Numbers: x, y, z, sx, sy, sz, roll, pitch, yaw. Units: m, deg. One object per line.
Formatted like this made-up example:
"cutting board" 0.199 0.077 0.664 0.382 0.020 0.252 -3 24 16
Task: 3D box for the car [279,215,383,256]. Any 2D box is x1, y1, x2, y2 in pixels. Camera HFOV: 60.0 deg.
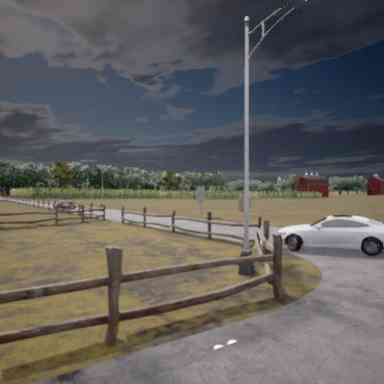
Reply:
"car" 5.965 1.706 13.836 4.674 1.442 1.812 -1 0 25

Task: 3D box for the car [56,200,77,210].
"car" -18.894 1.861 49.823 2.033 1.411 5.357 -1 1 -35
